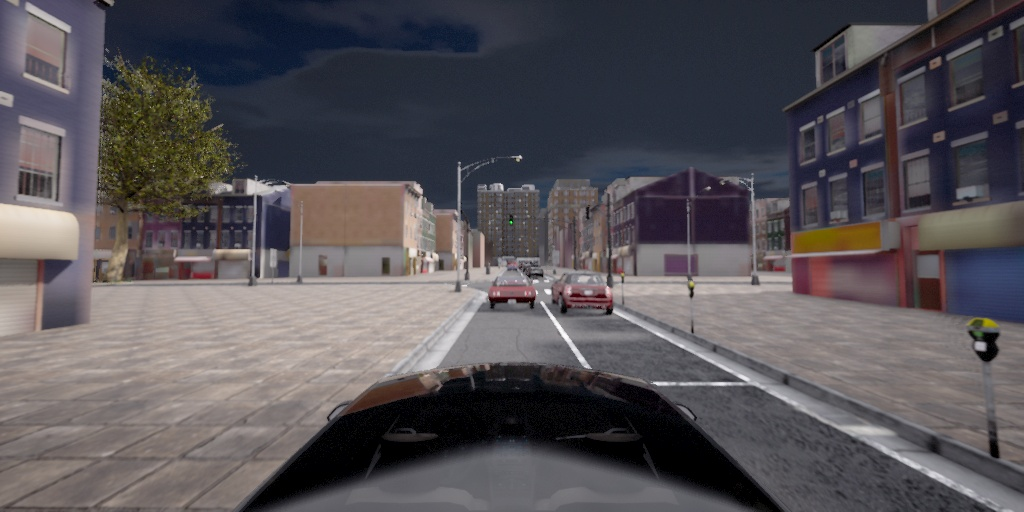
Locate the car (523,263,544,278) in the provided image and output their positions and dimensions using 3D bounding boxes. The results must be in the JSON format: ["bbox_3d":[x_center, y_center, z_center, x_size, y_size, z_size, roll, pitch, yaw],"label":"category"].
[{"bbox_3d":[2.662,1.773,41.159,1.948,1.339,4.313,0,0,0],"label":"car"}]

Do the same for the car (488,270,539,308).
[{"bbox_3d":[0.011,1.496,15.988,1.895,1.301,4.718,0,-1,0],"label":"car"}]

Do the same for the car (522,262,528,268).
[{"bbox_3d":[2.665,1.854,46.594,1.948,1.339,4.313,0,0,0],"label":"car"}]

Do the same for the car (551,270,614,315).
[{"bbox_3d":[2.647,1.319,14.416,1.967,1.591,4.097,0,0,0],"label":"car"}]

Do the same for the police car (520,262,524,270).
[{"bbox_3d":[2.784,1.951,60.997,1.930,1.638,5.238,0,-1,0],"label":"police car"}]
